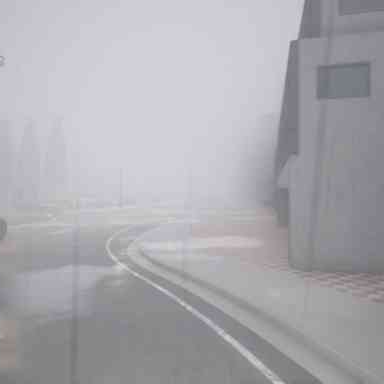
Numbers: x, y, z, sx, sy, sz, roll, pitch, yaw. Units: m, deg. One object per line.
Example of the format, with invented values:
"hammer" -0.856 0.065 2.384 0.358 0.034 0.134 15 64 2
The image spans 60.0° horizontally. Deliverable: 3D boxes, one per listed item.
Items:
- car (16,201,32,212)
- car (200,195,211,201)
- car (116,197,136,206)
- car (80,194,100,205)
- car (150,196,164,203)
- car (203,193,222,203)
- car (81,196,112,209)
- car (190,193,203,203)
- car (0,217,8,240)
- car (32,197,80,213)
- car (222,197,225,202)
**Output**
"car" -18.360 1.642 39.125 1.895 1.301 4.718 0 0 14
"car" 3.256 1.424 81.467 1.812 1.442 4.674 0 0 13
"car" -10.935 1.544 55.537 2.128 1.511 4.902 0 0 13
"car" -15.724 1.273 50.345 2.150 2.045 5.566 0 0 13
"car" -7.446 1.611 70.502 1.994 1.385 4.181 0 0 13
"car" 4.451 1.282 70.910 2.150 2.045 5.566 0 0 13
"car" -13.011 1.646 46.479 1.895 1.301 4.718 0 0 13
"car" 1.041 1.277 71.743 2.150 2.045 5.566 0 0 13
"car" -10.598 1.523 15.668 4.892 1.490 1.837 0 0 34
"car" -15.182 1.516 37.394 1.882 1.535 5.008 0 0 14
"car" 6.753 1.618 81.060 1.994 1.385 4.181 0 0 13
